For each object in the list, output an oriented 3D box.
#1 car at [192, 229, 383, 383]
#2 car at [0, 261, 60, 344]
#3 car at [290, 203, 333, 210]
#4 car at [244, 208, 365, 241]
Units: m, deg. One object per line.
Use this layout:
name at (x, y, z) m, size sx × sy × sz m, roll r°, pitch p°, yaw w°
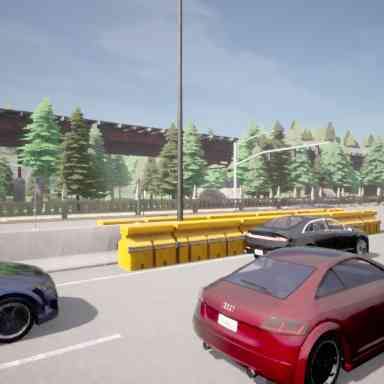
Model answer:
car at (2.069, 1.564, 5.227) m, size 4.181 × 1.385 × 1.994 m, roll 0°, pitch 0°, yaw -35°
car at (-4.264, 1.564, 5.001) m, size 4.181 × 1.385 × 1.994 m, roll 0°, pitch 0°, yaw -36°
car at (7.990, 1.492, 22.667) m, size 4.902 × 1.511 × 2.128 m, roll 0°, pitch 0°, yaw -36°
car at (3.859, 1.491, 10.804) m, size 4.902 × 1.511 × 2.128 m, roll 0°, pitch 0°, yaw -36°
